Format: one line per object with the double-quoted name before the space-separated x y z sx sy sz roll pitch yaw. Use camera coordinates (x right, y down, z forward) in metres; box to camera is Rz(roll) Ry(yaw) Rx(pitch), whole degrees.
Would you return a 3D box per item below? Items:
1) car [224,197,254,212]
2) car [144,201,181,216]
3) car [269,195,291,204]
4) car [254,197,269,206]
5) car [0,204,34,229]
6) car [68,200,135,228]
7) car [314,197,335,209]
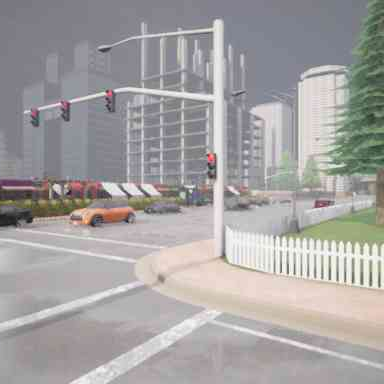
"car" 5.014 1.358 38.825 2.097 1.767 4.553 0 0 34
"car" -2.899 1.570 33.370 1.994 1.385 4.181 0 0 34
"car" 14.220 1.247 52.309 1.812 1.442 4.674 0 0 34
"car" 10.824 1.554 53.548 2.033 1.411 5.357 0 0 34
"car" -12.087 1.484 19.778 1.882 1.535 5.008 0 0 34
"car" -6.002 1.357 22.476 2.097 1.767 4.553 0 0 33
"car" 18.227 1.481 45.552 1.882 1.535 5.008 0 0 34
